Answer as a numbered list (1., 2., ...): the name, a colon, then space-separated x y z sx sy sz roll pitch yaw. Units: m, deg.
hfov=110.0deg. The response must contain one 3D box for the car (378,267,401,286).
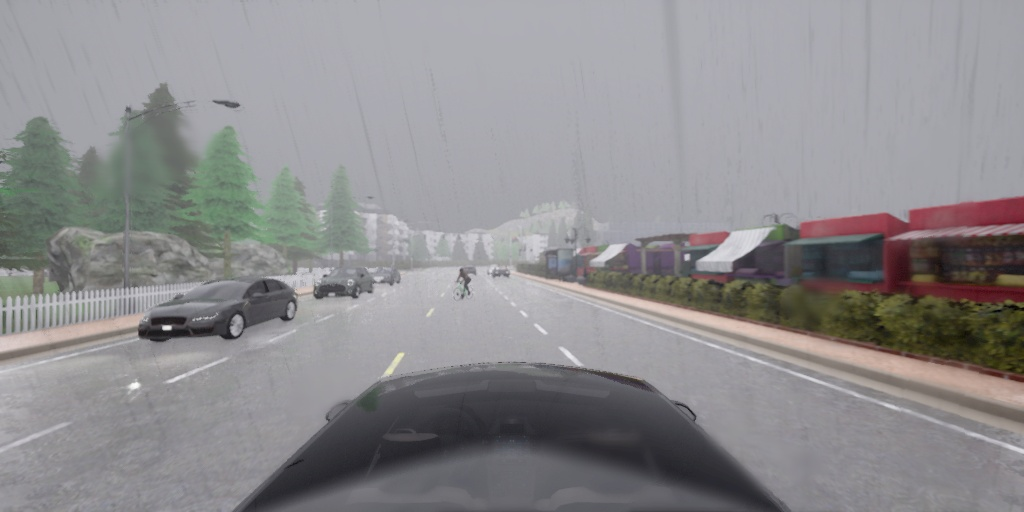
1. car: -10.601 1.681 30.090 2.128 1.511 4.902 0 -1 -7

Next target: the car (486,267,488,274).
1. car: -2.518 1.970 51.330 1.812 1.442 4.674 0 -1 -7

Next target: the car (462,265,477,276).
1. car: -5.897 1.944 49.834 1.837 1.490 4.892 0 -1 -7

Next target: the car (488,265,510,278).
1. car: -1.386 1.915 42.292 1.895 1.301 4.718 0 -1 -7

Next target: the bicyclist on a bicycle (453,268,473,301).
1. bicyclist on a bicycle: -2.459 1.439 18.145 0.582 1.620 1.656 -1 -1 31

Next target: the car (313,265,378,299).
1. car: -9.363 1.401 20.302 2.097 1.767 4.553 0 -1 -7

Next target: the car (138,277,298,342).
1. car: -8.116 1.413 10.529 1.837 1.490 4.892 0 -1 -7
